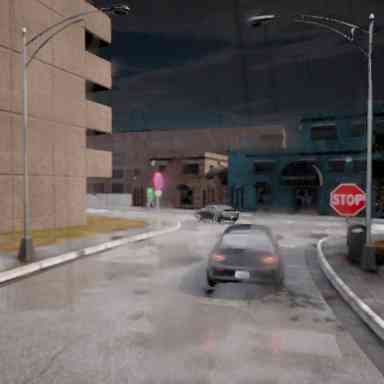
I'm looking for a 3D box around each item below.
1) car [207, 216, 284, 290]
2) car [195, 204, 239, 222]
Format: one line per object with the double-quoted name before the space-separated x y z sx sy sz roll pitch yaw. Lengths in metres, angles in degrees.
"car" 1.592 1.652 9.450 1.812 1.442 4.674 0 -1 12
"car" 2.020 1.797 28.366 2.128 1.511 4.902 1 0 -28
